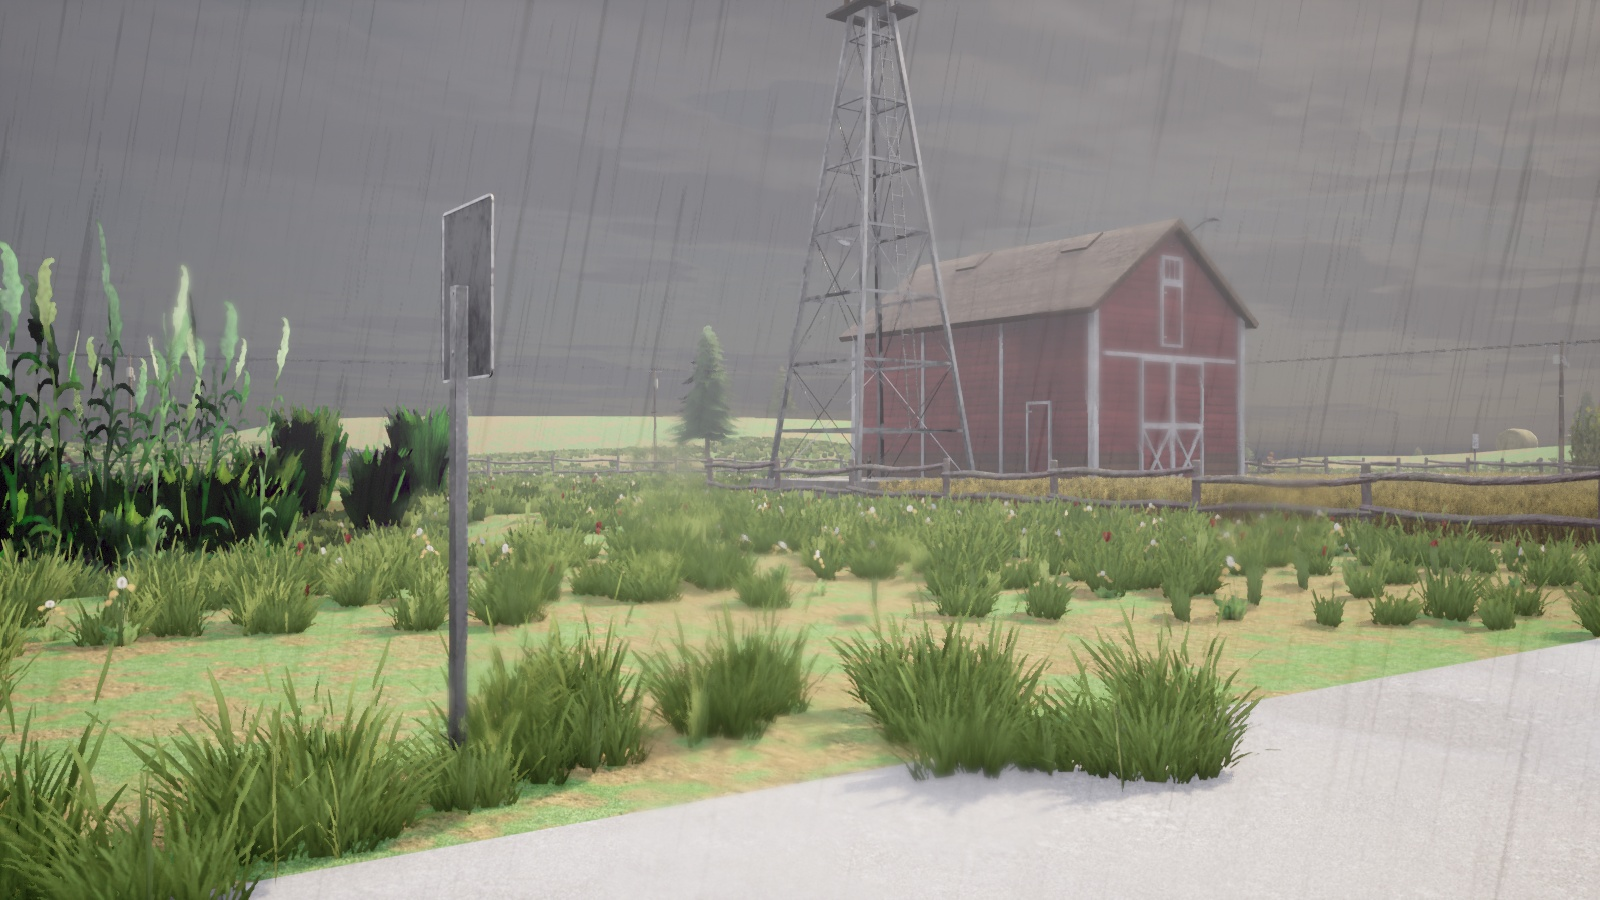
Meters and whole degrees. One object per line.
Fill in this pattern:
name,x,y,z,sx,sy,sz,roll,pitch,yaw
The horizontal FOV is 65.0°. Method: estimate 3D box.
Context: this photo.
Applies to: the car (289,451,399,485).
car,-22.676,0.876,62.454,4.856,1.649,2.033,0,0,-29
